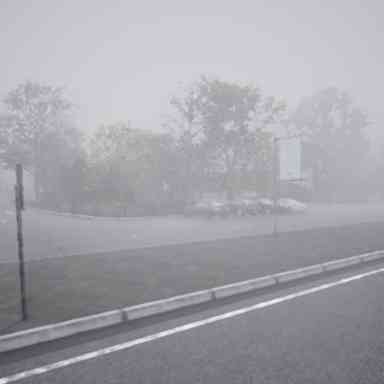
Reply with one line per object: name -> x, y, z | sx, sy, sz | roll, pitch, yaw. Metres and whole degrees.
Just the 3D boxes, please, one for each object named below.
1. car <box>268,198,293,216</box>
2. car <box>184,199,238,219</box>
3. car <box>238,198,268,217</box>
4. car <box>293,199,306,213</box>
car -> 6.532, 1.341, 31.245 | 2.097, 1.535, 5.008 | 0, 0, -36
car -> 1.208, 1.414, 27.430 | 2.002, 1.452, 4.674 | 0, 0, -36
car -> 3.875, 1.358, 29.333 | 2.231, 1.521, 4.892 | 0, 0, -36
car -> 9.098, 1.365, 33.070 | 2.002, 1.452, 4.674 | 0, 0, -36
